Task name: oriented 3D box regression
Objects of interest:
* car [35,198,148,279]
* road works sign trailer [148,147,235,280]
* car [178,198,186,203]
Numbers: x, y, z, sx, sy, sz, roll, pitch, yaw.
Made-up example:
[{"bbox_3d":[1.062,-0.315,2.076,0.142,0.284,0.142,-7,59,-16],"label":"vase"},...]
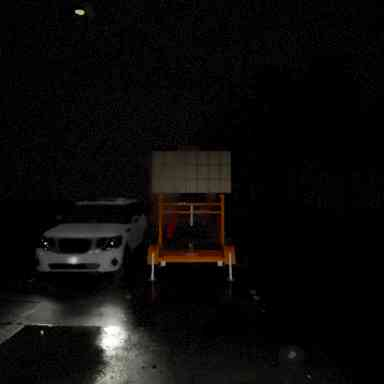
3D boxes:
[{"bbox_3d":[-2.740,1.228,10.453,2.150,2.045,5.566,0,0,0],"label":"car"},{"bbox_3d":[-0.009,0.471,9.892,2.380,3.560,2.880,0,0,0],"label":"road works sign trailer"},{"bbox_3d":[-2.653,2.254,89.859,2.033,1.411,5.357,0,-1,0],"label":"car"}]
